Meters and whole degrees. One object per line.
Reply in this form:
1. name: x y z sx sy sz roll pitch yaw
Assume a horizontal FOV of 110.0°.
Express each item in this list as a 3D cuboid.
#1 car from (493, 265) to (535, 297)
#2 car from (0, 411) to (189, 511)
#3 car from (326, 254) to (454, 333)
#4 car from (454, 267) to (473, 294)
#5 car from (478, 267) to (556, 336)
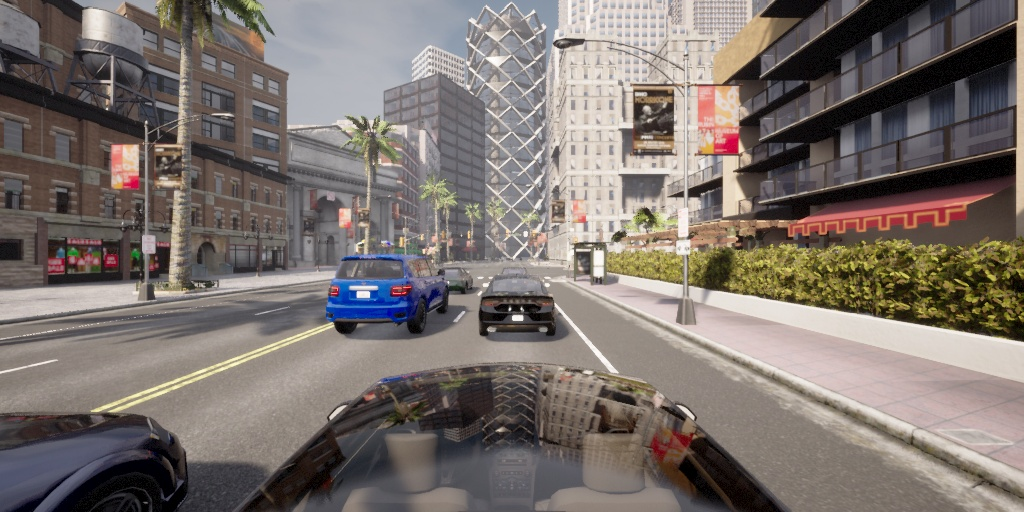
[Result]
1. car: 0.139 1.297 20.041 2.033 1.411 5.357 0 0 0
2. car: -3.341 1.314 0.846 1.994 1.385 4.181 0 0 0
3. car: -3.379 0.971 10.855 2.150 2.045 5.566 0 0 0
4. car: -3.355 1.314 20.214 1.994 1.385 4.181 0 0 0
5. car: 0.128 1.228 10.451 1.882 1.535 5.008 0 0 0
